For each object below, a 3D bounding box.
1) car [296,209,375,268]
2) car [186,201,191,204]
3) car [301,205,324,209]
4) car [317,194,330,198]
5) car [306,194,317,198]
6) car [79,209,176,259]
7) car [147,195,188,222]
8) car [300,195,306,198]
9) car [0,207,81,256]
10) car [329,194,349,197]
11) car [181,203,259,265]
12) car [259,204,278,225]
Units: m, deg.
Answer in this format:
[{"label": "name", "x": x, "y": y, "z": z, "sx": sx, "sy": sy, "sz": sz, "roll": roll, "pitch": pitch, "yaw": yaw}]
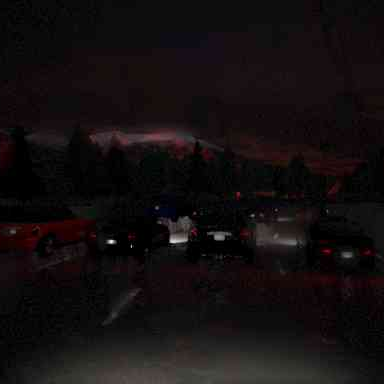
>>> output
[{"label": "car", "x": 4.663, "y": 1.533, "z": 11.262, "sx": 1.812, "sy": 1.442, "sz": 4.674, "roll": 0, "pitch": 0, "yaw": 11}, {"label": "car", "x": 1.715, "y": 1.563, "z": 25.269, "sx": 2.033, "sy": 1.411, "sz": 5.357, "roll": 0, "pitch": 0, "yaw": 23}, {"label": "car", "x": 8.158, "y": 1.563, "z": 22.533, "sx": 2.033, "sy": 1.411, "sz": 5.357, "roll": 0, "pitch": 0, "yaw": 23}, {"label": "car", "x": 32.214, "y": 1.332, "z": 77.320, "sx": 4.553, "sy": 1.767, "sz": 2.097, "roll": 0, "pitch": 0, "yaw": -25}, {"label": "car", "x": 30.732, "y": 1.455, "z": 80.491, "sx": 5.008, "sy": 1.535, "sz": 1.882, "roll": 0, "pitch": 0, "yaw": -25}, {"label": "car", "x": -2.198, "y": 1.572, "z": 12.651, "sx": 1.994, "sy": 1.385, "sz": 4.181, "roll": 0, "pitch": 0, "yaw": 11}, {"label": "car", "x": -1.495, "y": 1.258, "z": 26.665, "sx": 2.150, "sy": 2.045, "sz": 5.566, "roll": 0, "pitch": 0, "yaw": 23}, {"label": "car", "x": 29.304, "y": 1.332, "z": 83.687, "sx": 4.553, "sy": 1.767, "sz": 2.097, "roll": 0, "pitch": 0, "yaw": -25}, {"label": "car", "x": -5.634, "y": 1.366, "z": 13.316, "sx": 2.097, "sy": 1.767, "sz": 4.553, "roll": 0, "pitch": 0, "yaw": 11}, {"label": "car", "x": 33.641, "y": 1.501, "z": 74.124, "sx": 4.674, "sy": 1.442, "sz": 1.812, "roll": 0, "pitch": 0, "yaw": -25}, {"label": "car", "x": 1.227, "y": 1.366, "z": 11.927, "sx": 2.097, "sy": 1.767, "sz": 4.553, "roll": 0, "pitch": 0, "yaw": 11}, {"label": "car", "x": 4.936, "y": 1.563, "z": 23.901, "sx": 2.033, "sy": 1.411, "sz": 5.357, "roll": 0, "pitch": 0, "yaw": 23}]
